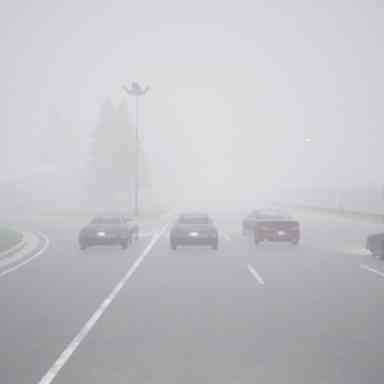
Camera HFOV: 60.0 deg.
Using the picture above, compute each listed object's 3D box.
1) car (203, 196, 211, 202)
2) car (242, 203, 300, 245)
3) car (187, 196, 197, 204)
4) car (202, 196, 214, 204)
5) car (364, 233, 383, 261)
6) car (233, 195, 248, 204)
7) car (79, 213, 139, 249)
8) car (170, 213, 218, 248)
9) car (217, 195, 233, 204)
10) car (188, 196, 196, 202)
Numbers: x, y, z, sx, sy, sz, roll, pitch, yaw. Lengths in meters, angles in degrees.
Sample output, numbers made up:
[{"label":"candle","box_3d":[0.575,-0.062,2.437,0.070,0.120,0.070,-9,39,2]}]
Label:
[{"label":"car","box_3d":[3.523,1.675,80.068,1.812,1.442,4.674,0,0,0]},{"label":"car","box_3d":[3.597,1.525,15.906,1.882,1.535,5.008,0,0,0]},{"label":"car","box_3d":[0.020,1.790,69.258,1.895,1.301,4.718,0,0,0]},{"label":"car","box_3d":[3.520,1.677,69.644,1.837,1.490,4.892,0,0,0]},{"label":"car","box_3d":[7.077,1.576,9.463,2.033,1.411,5.357,0,0,0]},{"label":"car","box_3d":[10.520,1.735,69.642,2.033,1.411,5.357,0,0,0]},{"label":"car","box_3d":[-3.584,1.608,14.925,1.994,1.385,4.181,0,0,-2]},{"label":"car","box_3d":[0.095,1.608,14.921,1.994,1.385,4.181,0,0,0]},{"label":"car","box_3d":[7.020,1.713,70.893,1.812,1.442,4.674,0,0,0]},{"label":"car","box_3d":[0.022,1.676,79.236,1.994,1.385,4.181,0,0,0]}]
